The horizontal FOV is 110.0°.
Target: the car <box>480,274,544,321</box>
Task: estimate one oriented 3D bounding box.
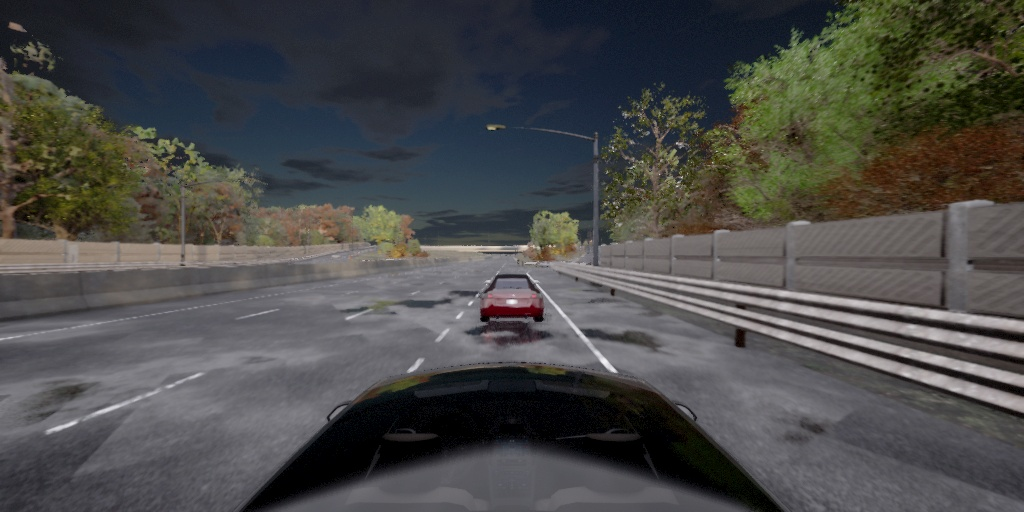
[{"bbox_3d":[-0.001,1.315,12.476,1.994,1.385,4.181,0,0,0],"label":"car"}]
